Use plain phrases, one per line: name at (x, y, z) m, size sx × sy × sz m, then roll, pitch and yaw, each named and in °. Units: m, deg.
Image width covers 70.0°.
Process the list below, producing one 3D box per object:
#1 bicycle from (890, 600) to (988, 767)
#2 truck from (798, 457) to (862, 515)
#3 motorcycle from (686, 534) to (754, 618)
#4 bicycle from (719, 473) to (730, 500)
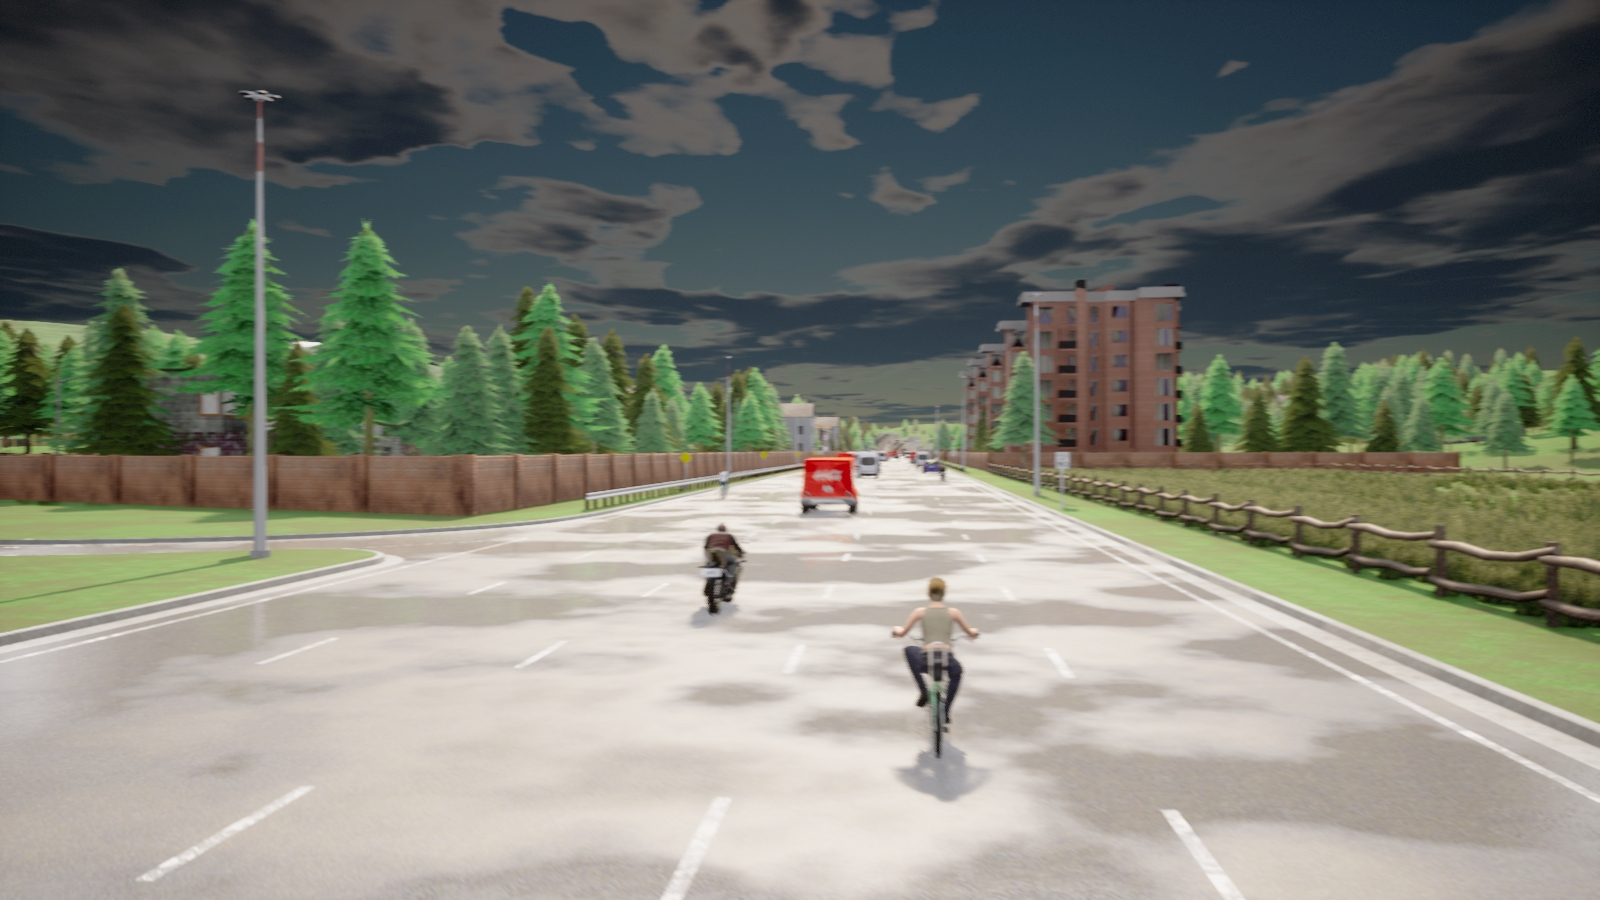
bicycle at (1.294, 2.160, 10.851) m, size 0.859 × 1.276 × 1.487 m, roll 0°, pitch 0°, yaw 5°
truck at (1.443, 1.585, 52.469) m, size 2.627 × 2.467 × 5.204 m, roll 0°, pitch 0°, yaw 5°
motorcycle at (-1.395, 2.213, 20.374) m, size 0.867 × 1.251 × 2.209 m, roll 0°, pitch 0°, yaw 5°
bicycle at (-4.354, 2.082, 65.735) m, size 0.373 × 1.496 × 1.643 m, roll 0°, pitch 0°, yaw 6°
